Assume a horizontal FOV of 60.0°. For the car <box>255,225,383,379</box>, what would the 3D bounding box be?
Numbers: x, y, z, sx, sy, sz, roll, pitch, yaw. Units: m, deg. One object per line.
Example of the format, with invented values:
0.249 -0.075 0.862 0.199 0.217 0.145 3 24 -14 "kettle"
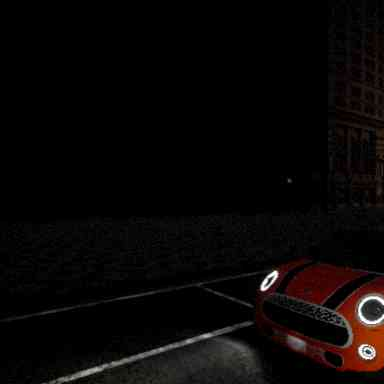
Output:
3.200 1.410 5.660 4.553 1.767 2.097 1 0 -35 "car"
